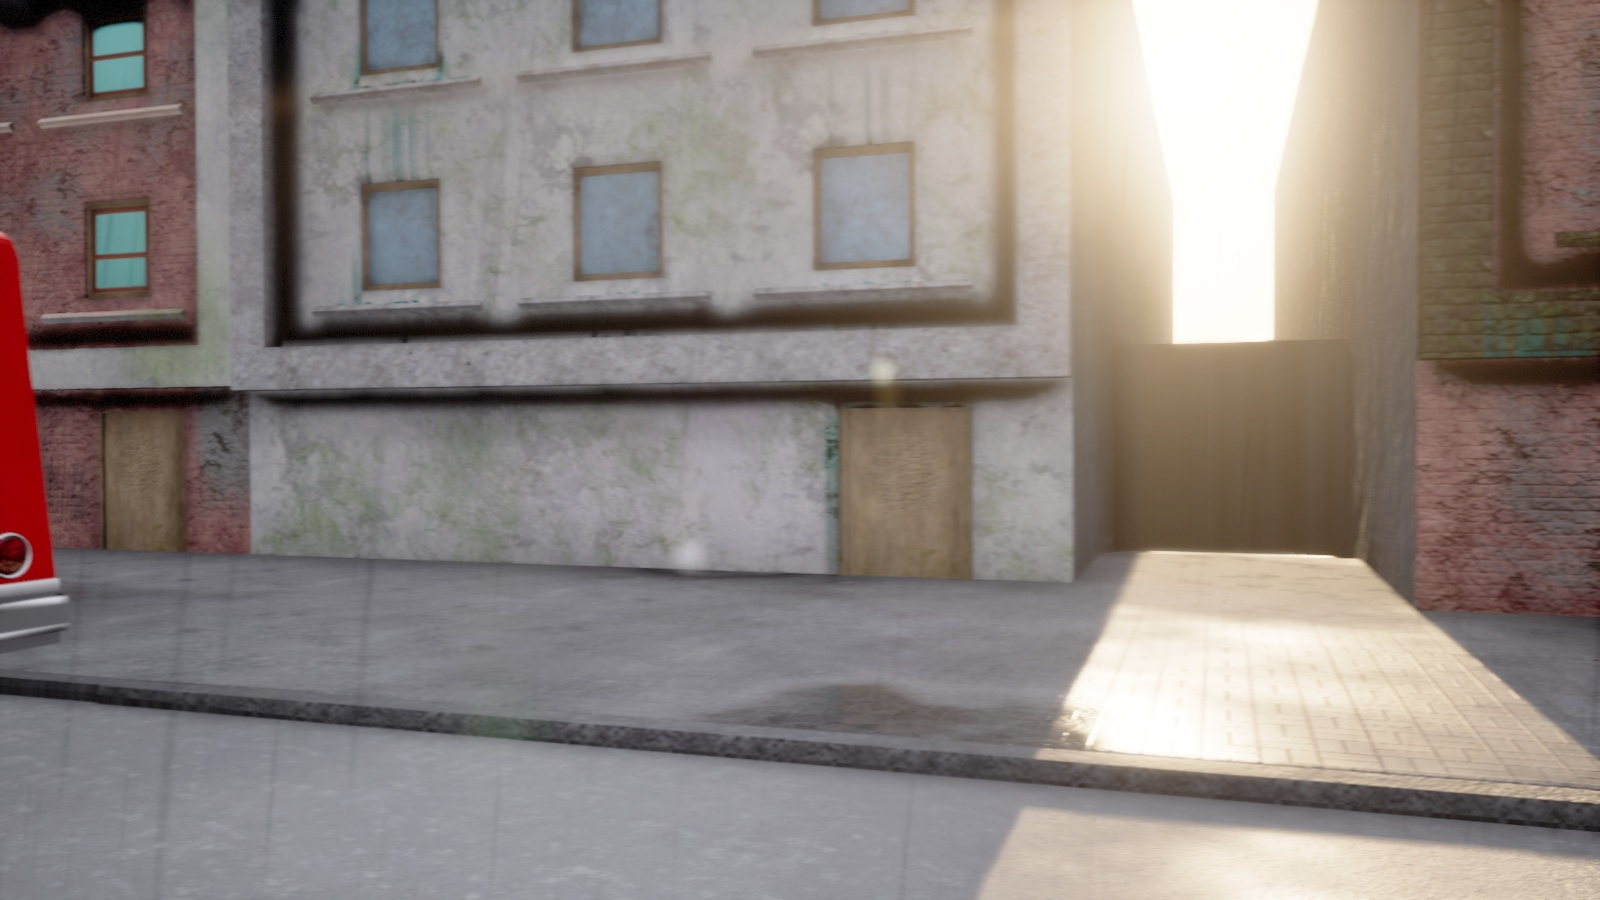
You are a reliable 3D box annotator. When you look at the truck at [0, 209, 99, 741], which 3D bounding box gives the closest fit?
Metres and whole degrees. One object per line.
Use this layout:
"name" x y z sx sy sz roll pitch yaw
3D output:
"truck" -6.437 0.191 5.878 5.204 2.467 2.627 -2 0 19
